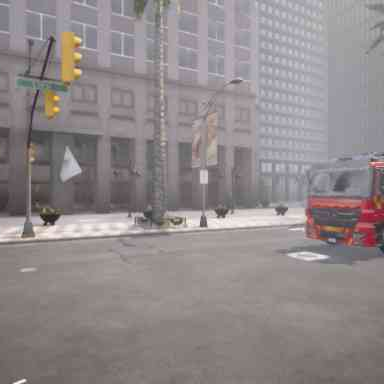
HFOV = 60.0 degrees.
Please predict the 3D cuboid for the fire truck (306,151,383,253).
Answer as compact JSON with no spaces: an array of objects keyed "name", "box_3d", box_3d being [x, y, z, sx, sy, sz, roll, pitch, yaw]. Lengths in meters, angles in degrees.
[{"name":"fire truck","box_3d":[8.905,0.341,14.297,8.468,3.827,2.891,0,0,-28]}]
